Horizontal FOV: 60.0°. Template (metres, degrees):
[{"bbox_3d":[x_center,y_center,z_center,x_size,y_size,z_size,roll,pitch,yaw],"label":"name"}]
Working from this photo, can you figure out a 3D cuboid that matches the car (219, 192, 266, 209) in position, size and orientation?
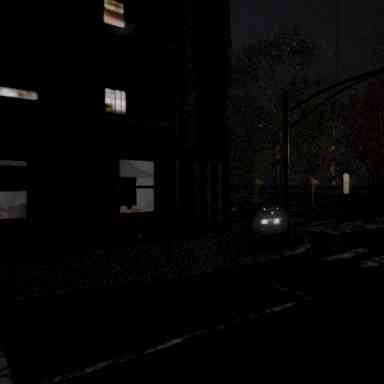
[{"bbox_3d":[4.913,0.792,33.334,1.752,1.417,4.829,0,1,-36],"label":"car"}]

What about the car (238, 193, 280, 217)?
[{"bbox_3d":[3.938,0.990,24.769,2.033,1.411,5.357,-1,1,-36],"label":"car"}]

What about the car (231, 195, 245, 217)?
[{"bbox_3d":[1.453,1.040,23.809,1.802,1.307,4.206,1,1,-36],"label":"car"}]
